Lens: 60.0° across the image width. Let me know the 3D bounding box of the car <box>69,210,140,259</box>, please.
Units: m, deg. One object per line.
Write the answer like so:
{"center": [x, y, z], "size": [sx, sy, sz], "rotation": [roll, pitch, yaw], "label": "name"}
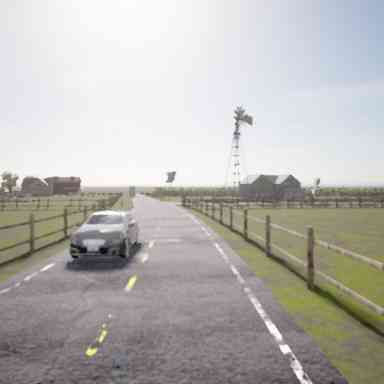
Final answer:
{"center": [-3.144, 1.486, 12.709], "size": [2.128, 1.511, 4.902], "rotation": [0, 0, -2], "label": "car"}
